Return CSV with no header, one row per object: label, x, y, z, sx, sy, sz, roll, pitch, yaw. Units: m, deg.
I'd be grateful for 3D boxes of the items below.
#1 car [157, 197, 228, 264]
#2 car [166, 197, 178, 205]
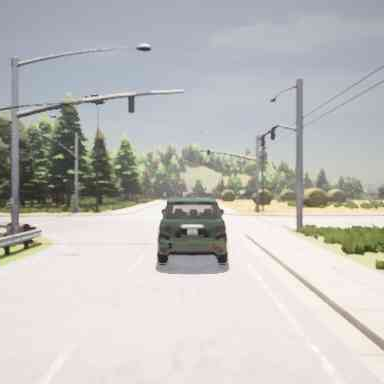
car,0.027,1.225,11.936,2.150,2.045,5.566,0,0,0
car,-3.548,1.593,60.216,1.994,1.385,4.181,0,0,1
